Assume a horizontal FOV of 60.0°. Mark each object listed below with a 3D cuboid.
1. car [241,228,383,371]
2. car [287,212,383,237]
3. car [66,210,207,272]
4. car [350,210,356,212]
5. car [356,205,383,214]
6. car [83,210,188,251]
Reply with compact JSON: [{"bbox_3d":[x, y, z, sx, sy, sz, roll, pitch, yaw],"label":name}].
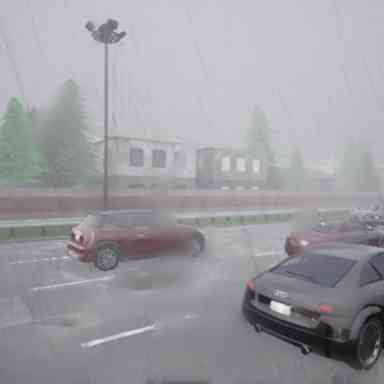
[{"bbox_3d":[2.860,1.587,5.786,4.181,1.385,1.994,0,0,-36],"label":"car"},{"bbox_3d":[5.220,1.609,11.769,4.181,1.385,1.994,0,0,-36],"label":"car"},{"bbox_3d":[-1.675,1.373,11.149,4.553,1.767,2.097,0,0,-36],"label":"car"},{"bbox_3d":[15.088,1.716,27.408,4.718,1.301,1.895,0,0,-35],"label":"car"},{"bbox_3d":[13.397,1.643,21.902,5.357,1.411,2.033,0,0,-36],"label":"car"},{"bbox_3d":[-2.469,1.591,14.882,4.181,1.385,1.994,0,0,-36],"label":"car"}]
